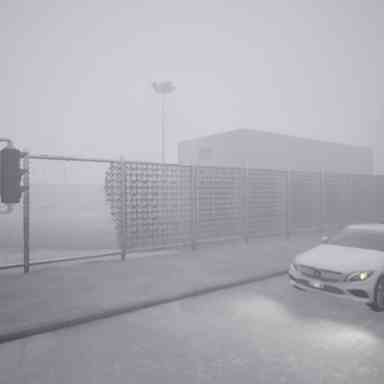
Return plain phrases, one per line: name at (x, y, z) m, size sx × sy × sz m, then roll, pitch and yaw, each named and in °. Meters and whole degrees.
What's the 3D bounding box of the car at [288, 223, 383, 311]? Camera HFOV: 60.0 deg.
car at (4.250, 1.497, 7.820) m, size 4.674 × 1.442 × 1.812 m, roll 0°, pitch 0°, yaw -37°
